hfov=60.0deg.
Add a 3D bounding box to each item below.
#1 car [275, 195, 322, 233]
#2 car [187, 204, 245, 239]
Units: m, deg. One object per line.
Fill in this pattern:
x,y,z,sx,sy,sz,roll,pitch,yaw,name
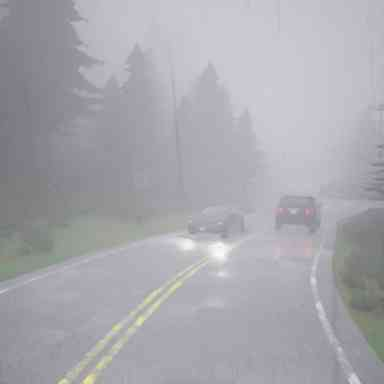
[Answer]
6.534,1.212,20.204,2.150,2.045,5.566,3,0,24,car
1.417,1.370,16.833,1.812,1.442,4.674,3,1,24,car
